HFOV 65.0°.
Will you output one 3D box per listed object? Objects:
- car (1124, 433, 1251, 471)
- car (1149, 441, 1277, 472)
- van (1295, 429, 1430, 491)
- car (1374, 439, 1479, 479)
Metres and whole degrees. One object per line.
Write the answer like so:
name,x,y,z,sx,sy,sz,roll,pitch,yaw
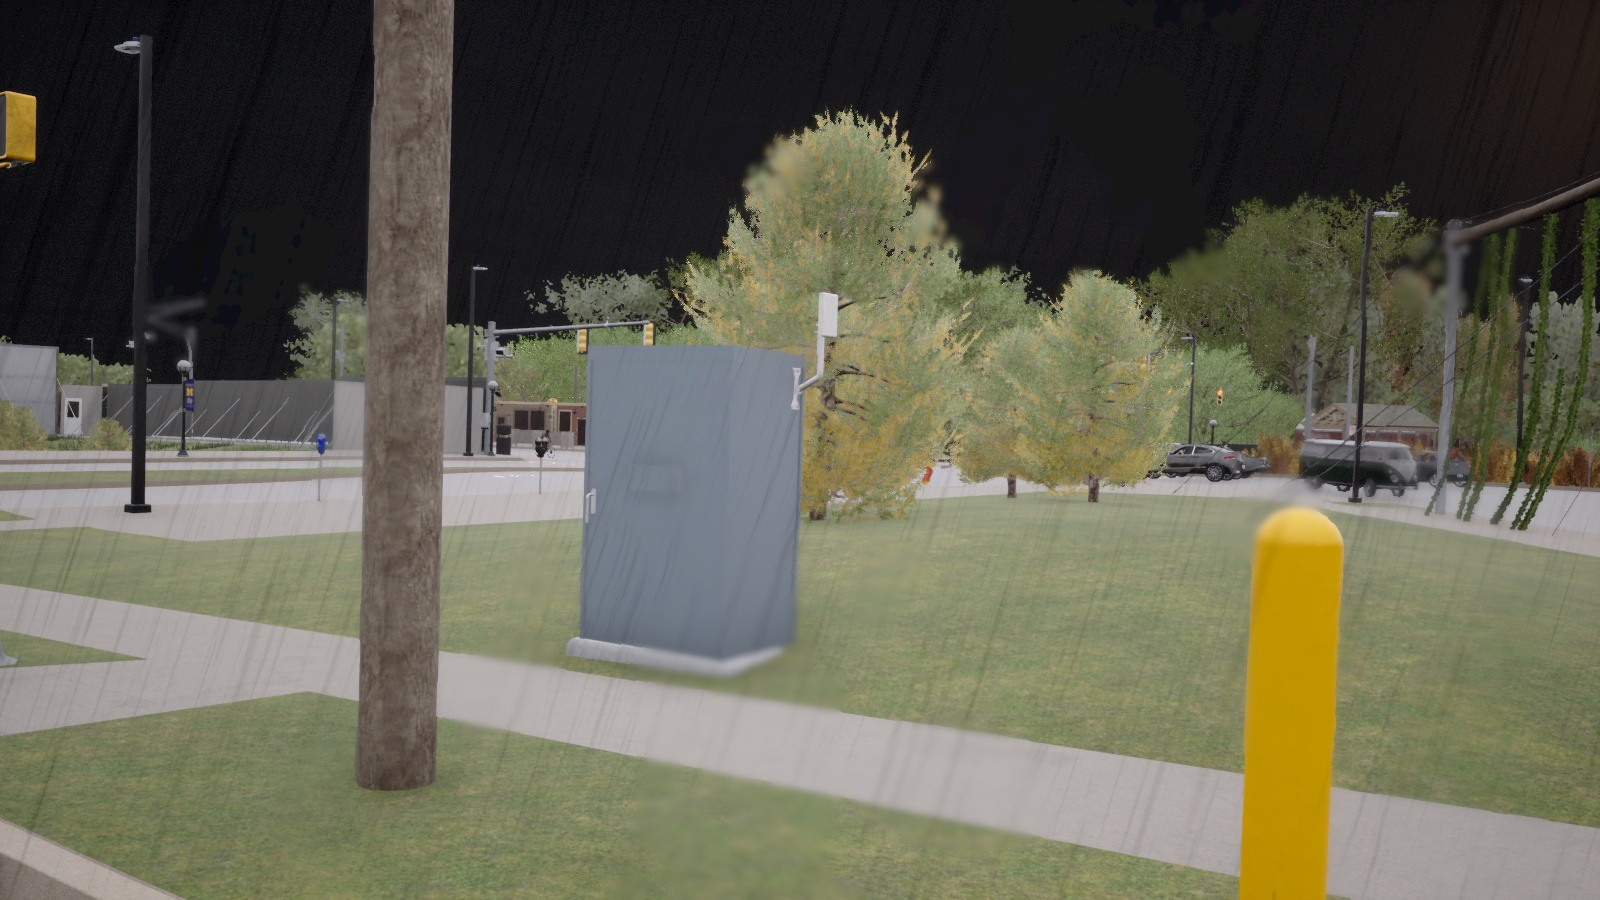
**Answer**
car,17.394,0.084,56.400,5.027,1.651,2.152,0,1,34
car,19.503,0.293,59.383,5.357,1.411,2.033,0,1,34
van,20.530,0.300,46.051,1.775,1.987,4.442,0,3,-23
car,26.469,0.341,53.162,1.845,1.501,3.633,-1,2,-22
